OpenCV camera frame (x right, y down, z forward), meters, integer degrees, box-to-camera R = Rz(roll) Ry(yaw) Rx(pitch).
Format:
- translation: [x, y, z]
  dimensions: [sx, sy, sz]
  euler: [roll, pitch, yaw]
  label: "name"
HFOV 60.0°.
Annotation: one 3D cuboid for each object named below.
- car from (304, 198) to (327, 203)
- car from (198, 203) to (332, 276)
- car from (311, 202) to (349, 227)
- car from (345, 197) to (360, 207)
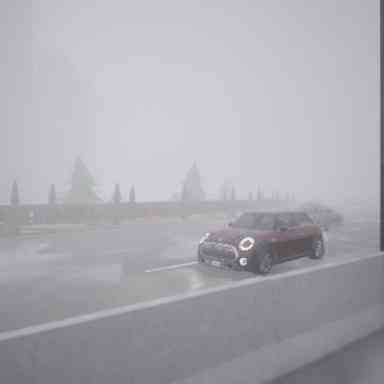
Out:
- translation: [11.077, 1.577, 30.636]
  dimensions: [2.128, 1.511, 4.902]
  euler: [0, 0, 35]
  label: "car"
- translation: [2.313, 1.370, 10.637]
  dimensions: [4.553, 1.767, 2.097]
  euler: [0, 0, -42]
  label: "car"
- translation: [8.249, 1.605, 21.465]
  dimensions: [1.994, 1.385, 4.181]
  euler: [0, 0, 41]
  label: "car"
- translation: [27.465, 1.719, 57.032]
  dimensions: [1.837, 1.490, 4.892]
  euler: [0, 0, 16]
  label: "car"
